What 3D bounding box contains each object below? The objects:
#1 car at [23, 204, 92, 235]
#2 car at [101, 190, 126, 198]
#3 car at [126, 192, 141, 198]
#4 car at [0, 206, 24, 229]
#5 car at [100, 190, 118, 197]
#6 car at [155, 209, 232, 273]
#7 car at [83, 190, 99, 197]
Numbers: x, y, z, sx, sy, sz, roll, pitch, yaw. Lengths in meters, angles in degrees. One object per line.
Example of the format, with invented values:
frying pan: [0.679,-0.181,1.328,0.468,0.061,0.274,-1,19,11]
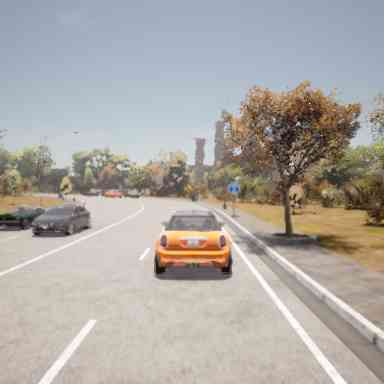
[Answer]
car: [-7.014,1.452,18.367,1.837,1.490,4.892,0,0,1]
car: [-16.684,0.391,70.449,2.097,1.767,4.553,0,1,-42]
car: [-12.937,0.673,71.331,1.895,1.301,4.718,0,1,-37]
car: [-10.413,1.518,20.668,1.895,1.301,4.718,0,0,0]
car: [-19.713,0.326,79.001,4.674,1.442,1.812,2,1,43]
car: [0.044,1.359,10.884,2.097,1.767,4.553,0,0,0]
car: [-23.680,0.348,77.876,4.674,1.442,1.812,2,1,38]
